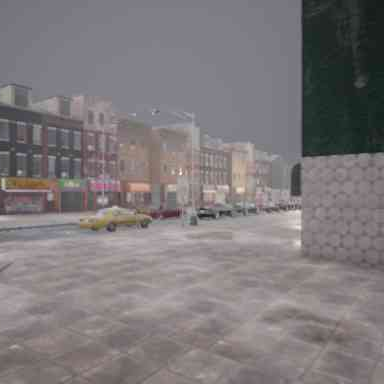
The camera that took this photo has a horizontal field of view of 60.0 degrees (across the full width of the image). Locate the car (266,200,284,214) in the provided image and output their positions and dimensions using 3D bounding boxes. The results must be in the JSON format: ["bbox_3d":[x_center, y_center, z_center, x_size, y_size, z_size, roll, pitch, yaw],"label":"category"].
[{"bbox_3d":[8.540,1.729,37.908,1.802,1.307,4.206,-1,-1,35],"label":"car"}]

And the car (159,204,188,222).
[{"bbox_3d":[-2.379,1.633,26.951,1.895,1.301,4.718,0,0,36],"label":"car"}]

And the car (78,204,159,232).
[{"bbox_3d":[-4.344,1.510,19.667,1.752,1.417,4.829,-1,-1,35],"label":"car"}]

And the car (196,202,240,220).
[{"bbox_3d":[2.049,1.625,28.718,1.947,1.339,4.313,-1,-1,35],"label":"car"}]

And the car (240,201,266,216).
[{"bbox_3d":[5.295,1.652,33.313,2.008,1.369,4.403,-1,-1,35],"label":"car"}]

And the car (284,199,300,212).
[{"bbox_3d":[11.785,1.741,42.503,1.887,1.381,4.507,-1,-1,35],"label":"car"}]
